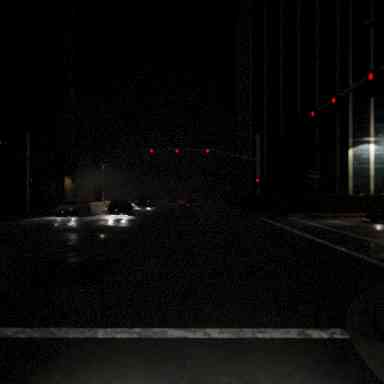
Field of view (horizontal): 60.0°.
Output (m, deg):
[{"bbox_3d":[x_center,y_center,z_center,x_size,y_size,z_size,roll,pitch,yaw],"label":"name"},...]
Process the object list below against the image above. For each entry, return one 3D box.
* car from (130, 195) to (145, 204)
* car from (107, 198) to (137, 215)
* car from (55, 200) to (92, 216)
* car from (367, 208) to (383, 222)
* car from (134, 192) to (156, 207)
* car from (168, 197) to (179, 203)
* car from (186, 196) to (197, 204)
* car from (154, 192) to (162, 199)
[{"bbox_3d":[-10.565,1.467,65.092,2.128,1.511,4.902,0,0,0],"label":"car"},{"bbox_3d":[-7.131,1.545,33.301,1.994,1.385,4.181,0,0,0],"label":"car"},{"bbox_3d":[-11.265,1.507,32.079,1.812,1.442,4.674,0,0,8],"label":"car"},{"bbox_3d":[15.459,1.464,24.352,5.008,1.535,1.882,0,0,-1],"label":"car"},{"bbox_3d":[-7.140,1.323,49.705,2.097,1.767,4.553,0,0,0],"label":"car"},{"bbox_3d":[-3.566,1.564,65.546,1.895,1.301,4.718,0,0,0],"label":"car"},{"bbox_3d":[-0.065,1.489,64.979,1.812,1.442,4.674,0,0,0],"label":"car"},{"bbox_3d":[-7.065,0.803,65.065,2.150,2.045,5.566,0,0,0],"label":"car"}]
